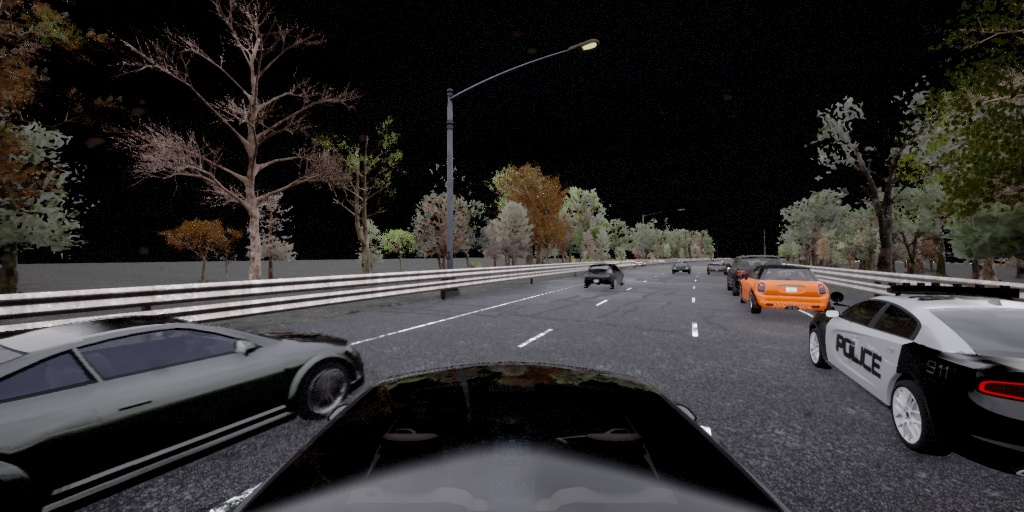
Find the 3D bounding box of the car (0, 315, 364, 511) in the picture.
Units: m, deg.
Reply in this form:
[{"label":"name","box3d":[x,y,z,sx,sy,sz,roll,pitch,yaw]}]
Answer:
[{"label":"car","box3d":[-3.689,1.314,3.697,1.994,1.385,4.181,0,0,26]}]

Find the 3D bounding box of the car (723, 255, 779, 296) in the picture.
[{"label":"car","box3d":[12.647,0.978,18.754,2.150,2.045,5.566,0,0,27]}]

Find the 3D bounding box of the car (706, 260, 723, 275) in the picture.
[{"label":"car","box3d":[22.453,1.261,39.317,2.128,1.511,4.902,0,0,29]}]

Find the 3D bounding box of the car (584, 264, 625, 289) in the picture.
[{"label":"car","box3d":[6.055,1.256,23.262,1.837,1.490,4.892,0,-1,27]}]

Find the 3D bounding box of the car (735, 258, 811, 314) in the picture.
[{"label":"car","box3d":[9.934,1.102,13.421,2.097,1.767,4.553,0,0,27]}]

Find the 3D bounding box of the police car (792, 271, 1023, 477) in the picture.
[{"label":"police car","box3d":[5.608,1.175,4.699,1.930,1.638,5.238,0,0,26]}]

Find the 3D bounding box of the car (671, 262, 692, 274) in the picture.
[{"label":"car","box3d":[19.342,1.370,40.798,1.895,1.301,4.718,0,0,29]}]
